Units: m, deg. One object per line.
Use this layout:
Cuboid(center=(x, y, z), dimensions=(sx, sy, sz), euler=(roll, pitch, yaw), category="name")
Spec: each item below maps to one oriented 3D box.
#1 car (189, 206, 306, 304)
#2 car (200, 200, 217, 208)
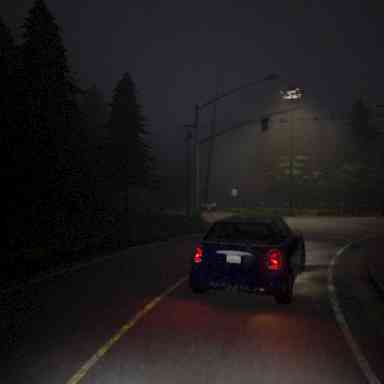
Cuboid(center=(1.654, 1.349, 8.546), dimensions=(2.097, 1.767, 4.553), euler=(0, 0, 23), category="car")
Cuboid(center=(1.733, 1.593, 41.084), dimensions=(1.895, 1.301, 4.718), euler=(0, 0, -6), category="car")
